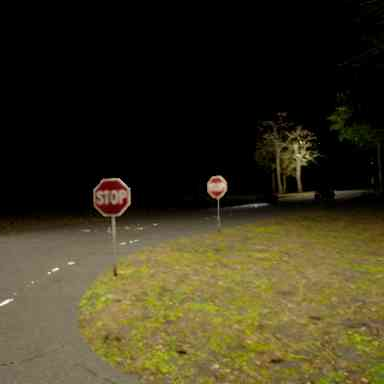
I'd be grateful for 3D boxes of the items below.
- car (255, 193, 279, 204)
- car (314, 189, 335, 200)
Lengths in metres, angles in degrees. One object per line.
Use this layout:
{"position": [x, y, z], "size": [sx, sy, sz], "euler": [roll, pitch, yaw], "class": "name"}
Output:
{"position": [10.460, 0.865, 46.532], "size": [1.895, 1.301, 4.718], "euler": [-3, 0, 34], "class": "car"}
{"position": [18.074, 0.300, 45.310], "size": [2.128, 1.511, 4.902], "euler": [-3, 0, 34], "class": "car"}
